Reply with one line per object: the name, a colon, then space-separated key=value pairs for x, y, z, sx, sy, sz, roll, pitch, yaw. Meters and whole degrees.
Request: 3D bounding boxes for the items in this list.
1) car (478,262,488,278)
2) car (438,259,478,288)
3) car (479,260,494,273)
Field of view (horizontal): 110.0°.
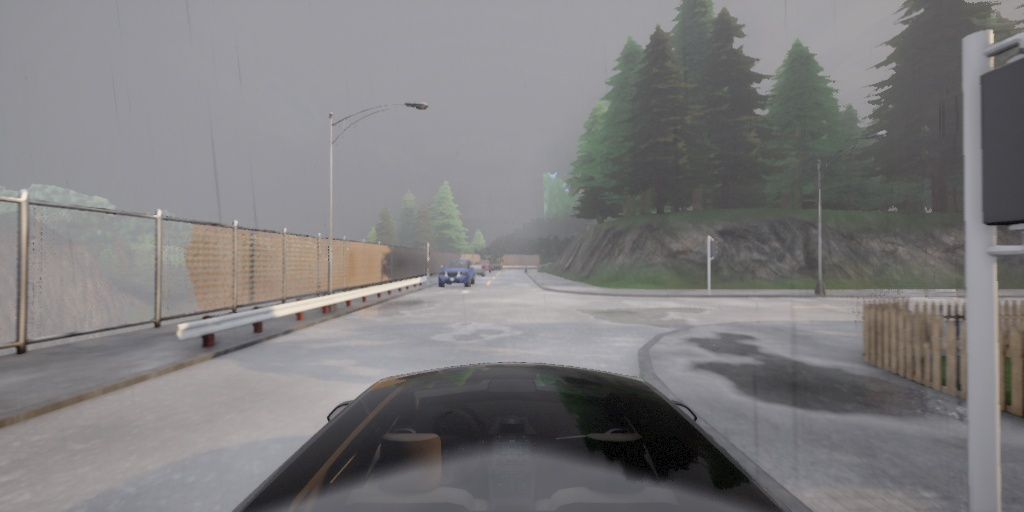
car: x=-4.116 y=1.755 z=41.732 sx=1.812 sy=1.442 sz=4.674 roll=0 pitch=-1 yaw=0
car: x=-4.105 y=1.279 z=27.351 sx=2.150 sy=2.045 sz=5.566 roll=0 pitch=-1 yaw=0
car: x=-4.291 y=1.626 z=56.151 sx=2.150 sy=2.045 sz=5.566 roll=0 pitch=-1 yaw=-4
